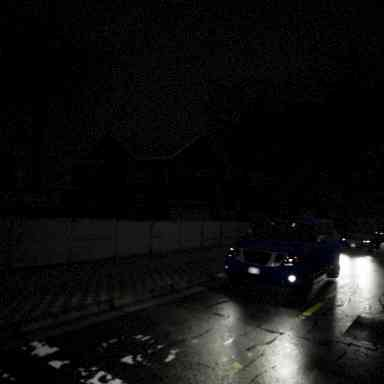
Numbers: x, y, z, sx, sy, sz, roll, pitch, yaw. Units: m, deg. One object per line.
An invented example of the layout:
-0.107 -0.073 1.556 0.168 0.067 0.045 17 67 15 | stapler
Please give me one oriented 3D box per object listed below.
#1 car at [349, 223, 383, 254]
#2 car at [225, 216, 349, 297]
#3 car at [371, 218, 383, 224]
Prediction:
10.646 2.928 20.979 2.128 1.511 4.902 1 -3 36 | car
3.217 1.822 10.727 2.150 2.045 5.566 1 -3 36 | car
18.694 3.573 32.012 2.150 2.045 5.566 1 -4 38 | car
